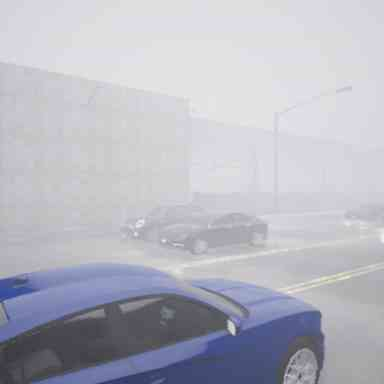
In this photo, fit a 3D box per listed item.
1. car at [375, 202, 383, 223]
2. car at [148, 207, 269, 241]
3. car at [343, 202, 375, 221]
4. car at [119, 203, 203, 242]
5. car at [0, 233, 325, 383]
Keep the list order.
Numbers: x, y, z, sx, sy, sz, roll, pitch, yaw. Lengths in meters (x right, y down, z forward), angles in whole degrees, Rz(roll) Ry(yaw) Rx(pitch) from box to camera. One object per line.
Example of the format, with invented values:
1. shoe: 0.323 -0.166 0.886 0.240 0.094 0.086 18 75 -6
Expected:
1. car: 15.763 1.233 23.821 5.566 2.045 2.150 0 0 -35
2. car: 0.965 1.509 13.274 4.892 1.490 1.837 0 0 -35
3. car: 14.670 1.560 27.341 5.357 1.411 2.033 0 0 -35
4. car: -1.162 1.356 16.053 4.553 1.767 2.097 0 0 -35
5. car: -0.731 1.478 3.223 5.008 1.535 1.882 0 0 -35
